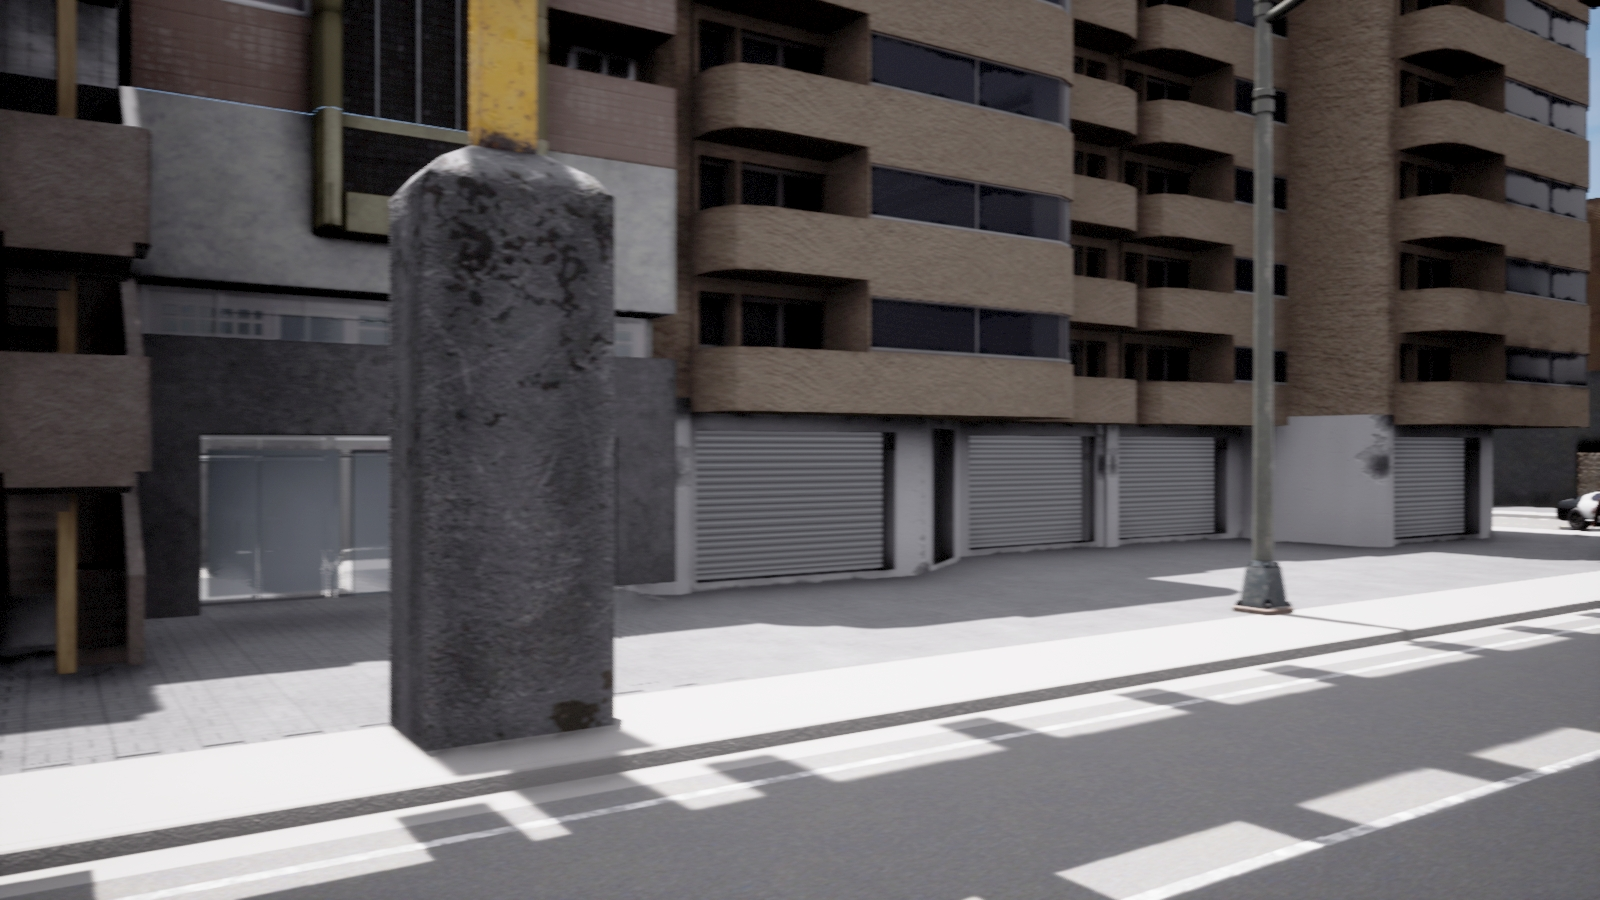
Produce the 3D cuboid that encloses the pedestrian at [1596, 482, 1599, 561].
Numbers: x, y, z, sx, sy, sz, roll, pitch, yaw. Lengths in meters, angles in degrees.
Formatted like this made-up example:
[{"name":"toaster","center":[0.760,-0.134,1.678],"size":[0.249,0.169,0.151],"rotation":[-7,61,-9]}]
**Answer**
[{"name":"pedestrian","center":[19.079,1.697,26.958],"size":[0.375,1.860,0.375],"rotation":[0,0,-38]}]
